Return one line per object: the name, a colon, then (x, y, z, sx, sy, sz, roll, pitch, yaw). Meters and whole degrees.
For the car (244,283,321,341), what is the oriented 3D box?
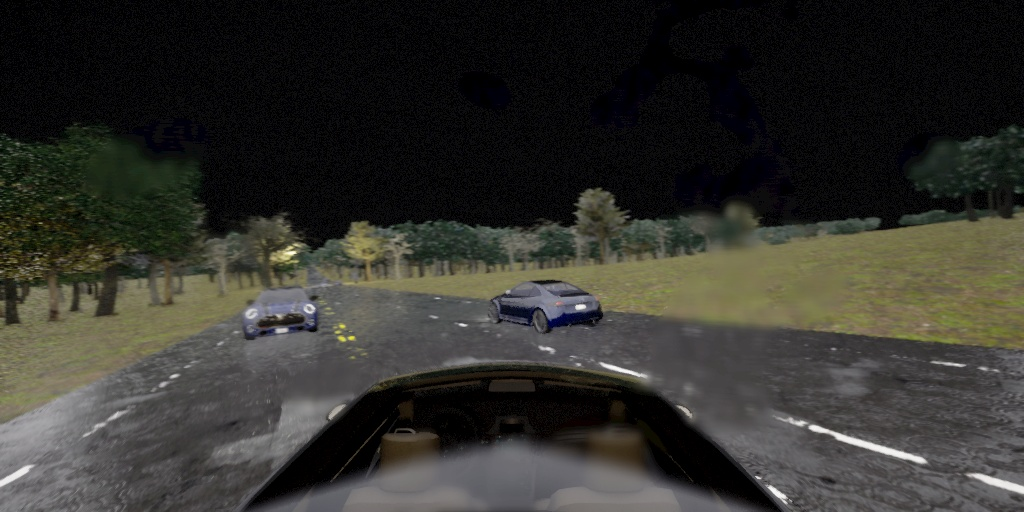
car: (-8.505, 1.939, 13.449, 2.097, 1.767, 4.553, -3, -2, -30)

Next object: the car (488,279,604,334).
car: (0.839, 1.437, 11.180, 1.994, 1.385, 4.181, -3, -2, -30)
